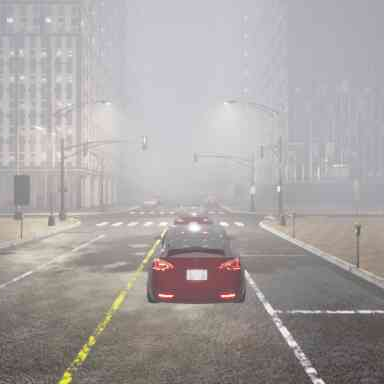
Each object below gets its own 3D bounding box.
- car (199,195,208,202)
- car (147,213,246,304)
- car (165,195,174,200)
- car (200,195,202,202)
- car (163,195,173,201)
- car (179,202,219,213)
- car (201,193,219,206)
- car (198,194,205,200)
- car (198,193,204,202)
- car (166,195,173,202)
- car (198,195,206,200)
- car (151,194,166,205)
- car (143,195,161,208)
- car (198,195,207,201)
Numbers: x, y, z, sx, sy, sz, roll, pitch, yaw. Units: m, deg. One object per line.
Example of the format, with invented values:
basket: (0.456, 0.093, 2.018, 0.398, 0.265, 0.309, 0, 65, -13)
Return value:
car: (2.573, 1.415, 75.752, 1.752, 1.417, 4.829, 0, 0, 0)
car: (0.082, 1.501, 8.196, 2.163, 1.488, 4.792, 0, 0, 0)
car: (-5.825, 1.407, 86.925, 2.008, 1.369, 4.403, 0, 0, 0)
car: (2.707, 1.497, 52.885, 2.008, 1.369, 4.403, 0, 0, 0)
car: (-5.816, 1.424, 81.249, 2.008, 1.369, 4.403, 0, 0, 0)
car: (0.062, 1.496, 17.444, 2.163, 1.488, 4.792, 0, 0, 0)
car: (2.747, 1.398, 47.206, 1.967, 1.590, 4.097, 0, 0, 0)
car: (2.546, 1.361, 92.777, 1.752, 1.417, 4.829, 0, 0, 0)
car: (2.583, 1.220, 69.907, 2.192, 1.841, 5.009, 0, 0, 0)
car: (-5.808, 1.435, 75.574, 1.887, 1.381, 4.507, 0, 0, 0)
car: (2.555, 1.407, 86.931, 2.008, 1.369, 4.403, 0, 0, 0)
car: (-5.871, 1.261, 52.872, 2.192, 1.841, 5.009, 0, 0, 0)
car: (-5.893, 1.483, 47.024, 1.752, 1.417, 4.829, 0, 0, 0)
car: (2.564, 1.418, 81.256, 1.887, 1.381, 4.507, 0, 0, 0)
